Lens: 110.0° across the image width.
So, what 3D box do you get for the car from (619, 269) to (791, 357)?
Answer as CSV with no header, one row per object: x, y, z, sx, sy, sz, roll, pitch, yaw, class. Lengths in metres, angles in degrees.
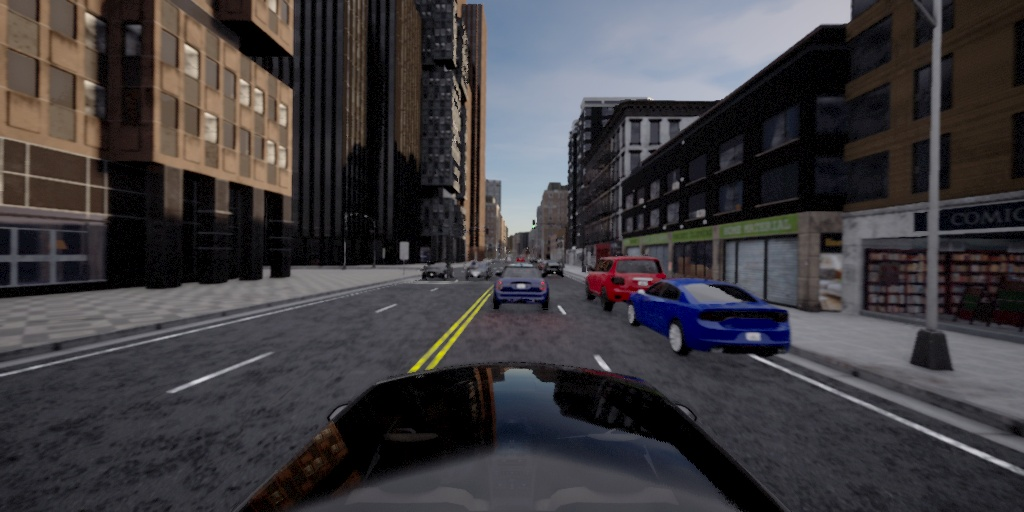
4.353,1.281,8.853,1.882,1.535,5.008,1,0,1,car

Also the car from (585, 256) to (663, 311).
4.505,1.026,14.880,2.150,2.045,5.566,1,0,1,car

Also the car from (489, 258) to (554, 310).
0.380,1.100,15.017,2.097,1.767,4.553,1,0,1,car

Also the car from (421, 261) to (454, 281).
-5.957,1.164,29.275,1.837,1.490,4.892,1,-1,2,car

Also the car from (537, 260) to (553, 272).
4.391,1.317,48.259,1.812,1.442,4.674,1,0,2,car

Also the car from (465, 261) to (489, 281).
-2.694,1.192,29.721,2.128,1.511,4.902,1,0,2,car

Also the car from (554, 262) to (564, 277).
4.065,1.293,35.963,1.837,1.490,4.892,1,0,2,car
